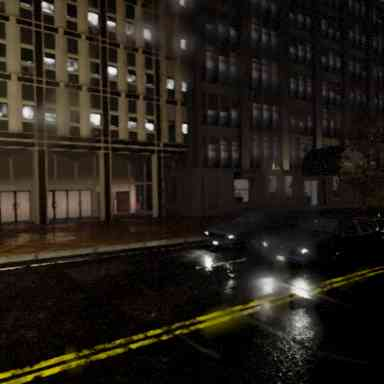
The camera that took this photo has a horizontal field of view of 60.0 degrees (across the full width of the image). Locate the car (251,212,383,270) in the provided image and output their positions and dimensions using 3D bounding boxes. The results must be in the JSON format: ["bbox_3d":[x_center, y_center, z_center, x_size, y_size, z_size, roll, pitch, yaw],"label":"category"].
[{"bbox_3d":[4.692,1.467,10.967,5.357,1.411,2.033,-1,0,-35],"label":"car"}]

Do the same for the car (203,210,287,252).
[{"bbox_3d":[3.043,1.465,13.780,5.357,1.411,2.033,-1,0,-35],"label":"car"}]
